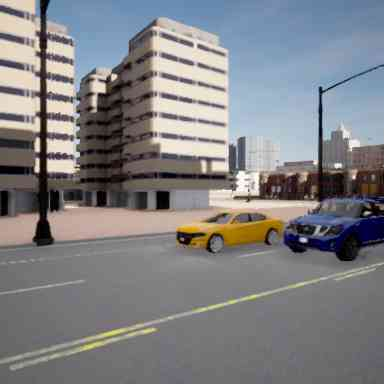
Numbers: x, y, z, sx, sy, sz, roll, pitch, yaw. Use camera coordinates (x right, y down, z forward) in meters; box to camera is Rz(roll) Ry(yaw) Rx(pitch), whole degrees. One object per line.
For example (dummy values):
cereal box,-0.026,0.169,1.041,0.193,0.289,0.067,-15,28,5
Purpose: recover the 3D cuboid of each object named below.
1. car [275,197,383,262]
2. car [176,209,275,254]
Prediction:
car,5.895,1.218,12.491,5.566,2.045,2.150,0,0,-35
car,1.668,1.475,13.776,5.008,1.535,1.882,0,0,-35
